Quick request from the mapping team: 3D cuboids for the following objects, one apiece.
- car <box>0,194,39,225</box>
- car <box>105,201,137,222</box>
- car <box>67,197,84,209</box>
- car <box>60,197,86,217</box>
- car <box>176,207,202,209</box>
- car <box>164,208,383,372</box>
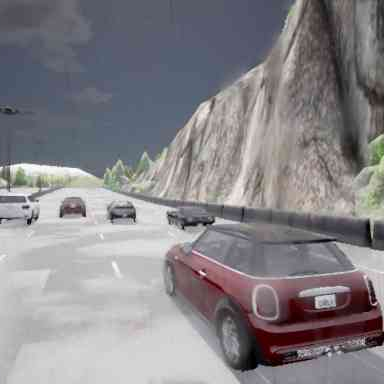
[{"bbox_3d":[-12.221,1.125,23.496,2.150,2.045,5.566,0,1,-18],"label":"car"},{"bbox_3d":[-5.407,1.397,25.190,2.128,1.511,4.902,0,1,-18],"label":"car"},{"bbox_3d":[-14.163,1.310,40.453,1.895,1.301,4.718,0,1,-19],"label":"car"},{"bbox_3d":[-10.644,1.205,29.856,2.097,1.767,4.553,0,1,-18],"label":"car"},{"bbox_3d":[-0.251,1.548,20.771,1.895,1.301,4.718,0,0,-18],"label":"car"},{"bbox_3d":[0.947,1.352,6.061,2.097,1.767,4.553,0,0,-19],"label":"car"}]
